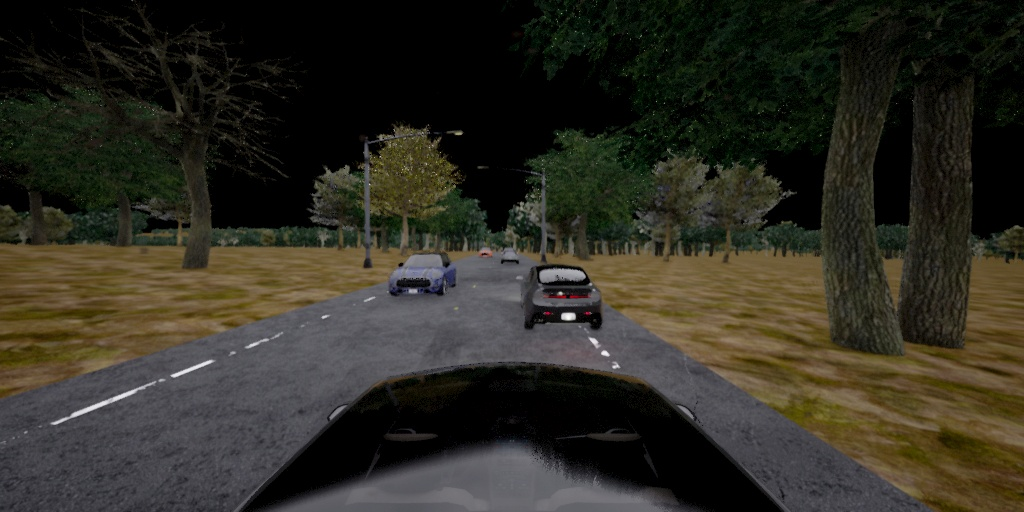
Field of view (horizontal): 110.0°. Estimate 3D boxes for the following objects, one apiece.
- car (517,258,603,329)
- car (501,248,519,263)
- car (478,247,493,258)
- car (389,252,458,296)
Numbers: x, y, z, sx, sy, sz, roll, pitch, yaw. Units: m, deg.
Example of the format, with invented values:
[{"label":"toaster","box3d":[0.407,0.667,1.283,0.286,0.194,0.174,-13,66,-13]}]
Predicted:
[{"label":"car","box3d":[1.201,0.972,10.098,1.837,1.490,4.892,0,2,0]},{"label":"car","box3d":[-0.232,0.076,39.894,1.994,1.385,4.181,0,2,-1]},{"label":"car","box3d":[-4.163,-0.623,56.829,2.097,1.767,4.553,0,2,-1]},{"label":"car","box3d":[-3.654,0.639,15.421,2.097,1.767,4.553,0,2,0]}]
